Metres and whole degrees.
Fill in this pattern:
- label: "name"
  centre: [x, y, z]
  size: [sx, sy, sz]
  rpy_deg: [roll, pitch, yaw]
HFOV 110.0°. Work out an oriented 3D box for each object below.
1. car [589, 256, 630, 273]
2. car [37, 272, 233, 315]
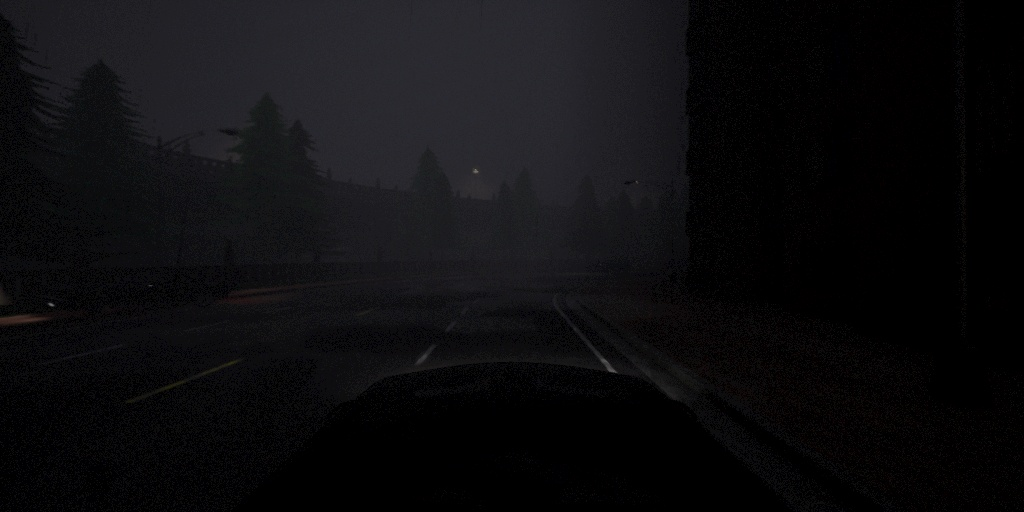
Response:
- label: "car"
  centre: [12.113, 1.044, 44.306]
  size: [5.566, 2.045, 2.150]
  rpy_deg: [0, -1, -30]
- label: "car"
  centre: [-13.350, 1.259, 13.107]
  size: [1.895, 1.301, 4.718]
  rpy_deg: [2, -1, 24]
